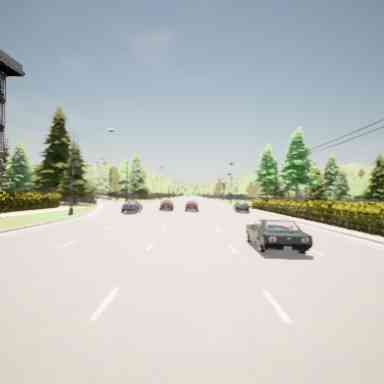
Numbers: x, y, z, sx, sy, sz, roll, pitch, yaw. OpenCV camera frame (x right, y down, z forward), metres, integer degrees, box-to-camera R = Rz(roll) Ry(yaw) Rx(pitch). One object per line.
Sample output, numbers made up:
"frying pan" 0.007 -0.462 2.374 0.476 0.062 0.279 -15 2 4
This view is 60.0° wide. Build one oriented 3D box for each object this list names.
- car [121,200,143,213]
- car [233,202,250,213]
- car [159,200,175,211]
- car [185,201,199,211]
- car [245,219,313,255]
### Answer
"car" -6.996 1.703 39.138 2.033 1.411 5.357 2 0 0
"car" 6.971 2.107 47.265 2.128 1.511 4.902 2 0 0
"car" -3.526 1.851 47.410 1.812 1.442 4.674 2 0 0
"car" -0.026 1.947 47.334 1.812 1.442 4.674 2 0 0
"car" 3.585 1.831 14.618 1.895 1.301 4.718 2 0 0
